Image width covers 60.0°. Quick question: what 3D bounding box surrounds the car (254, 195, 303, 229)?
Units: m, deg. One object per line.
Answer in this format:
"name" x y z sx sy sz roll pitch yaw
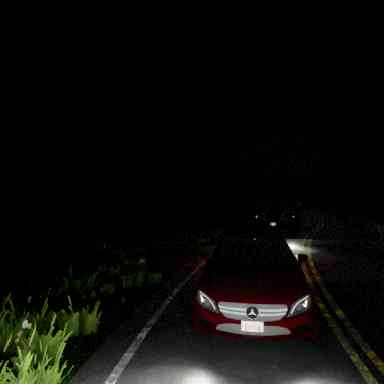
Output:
"car" 5.019 1.214 18.923 2.150 2.045 5.566 -2 -1 22

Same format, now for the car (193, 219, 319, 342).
"car" 1.230 1.534 6.724 1.812 1.442 4.674 -1 0 11
